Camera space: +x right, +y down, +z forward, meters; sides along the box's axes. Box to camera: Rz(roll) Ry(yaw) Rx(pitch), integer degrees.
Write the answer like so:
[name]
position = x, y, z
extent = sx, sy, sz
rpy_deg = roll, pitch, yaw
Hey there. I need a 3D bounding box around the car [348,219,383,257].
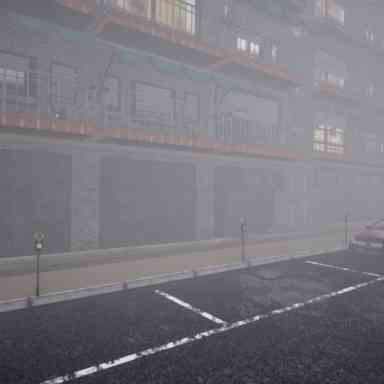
[car]
position = 7.255, 1.583, 11.728
extent = 4.206, 1.307, 1.802
rpy_deg = 0, 1, -36
